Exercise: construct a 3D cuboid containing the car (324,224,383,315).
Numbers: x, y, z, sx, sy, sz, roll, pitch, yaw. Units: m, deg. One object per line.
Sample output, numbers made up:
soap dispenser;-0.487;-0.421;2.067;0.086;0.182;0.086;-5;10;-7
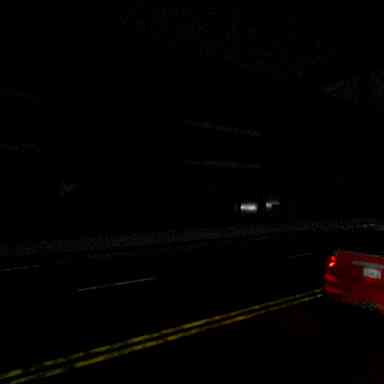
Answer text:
car;4.818;1.435;6.915;4.553;1.767;2.097;1;-1;-35
